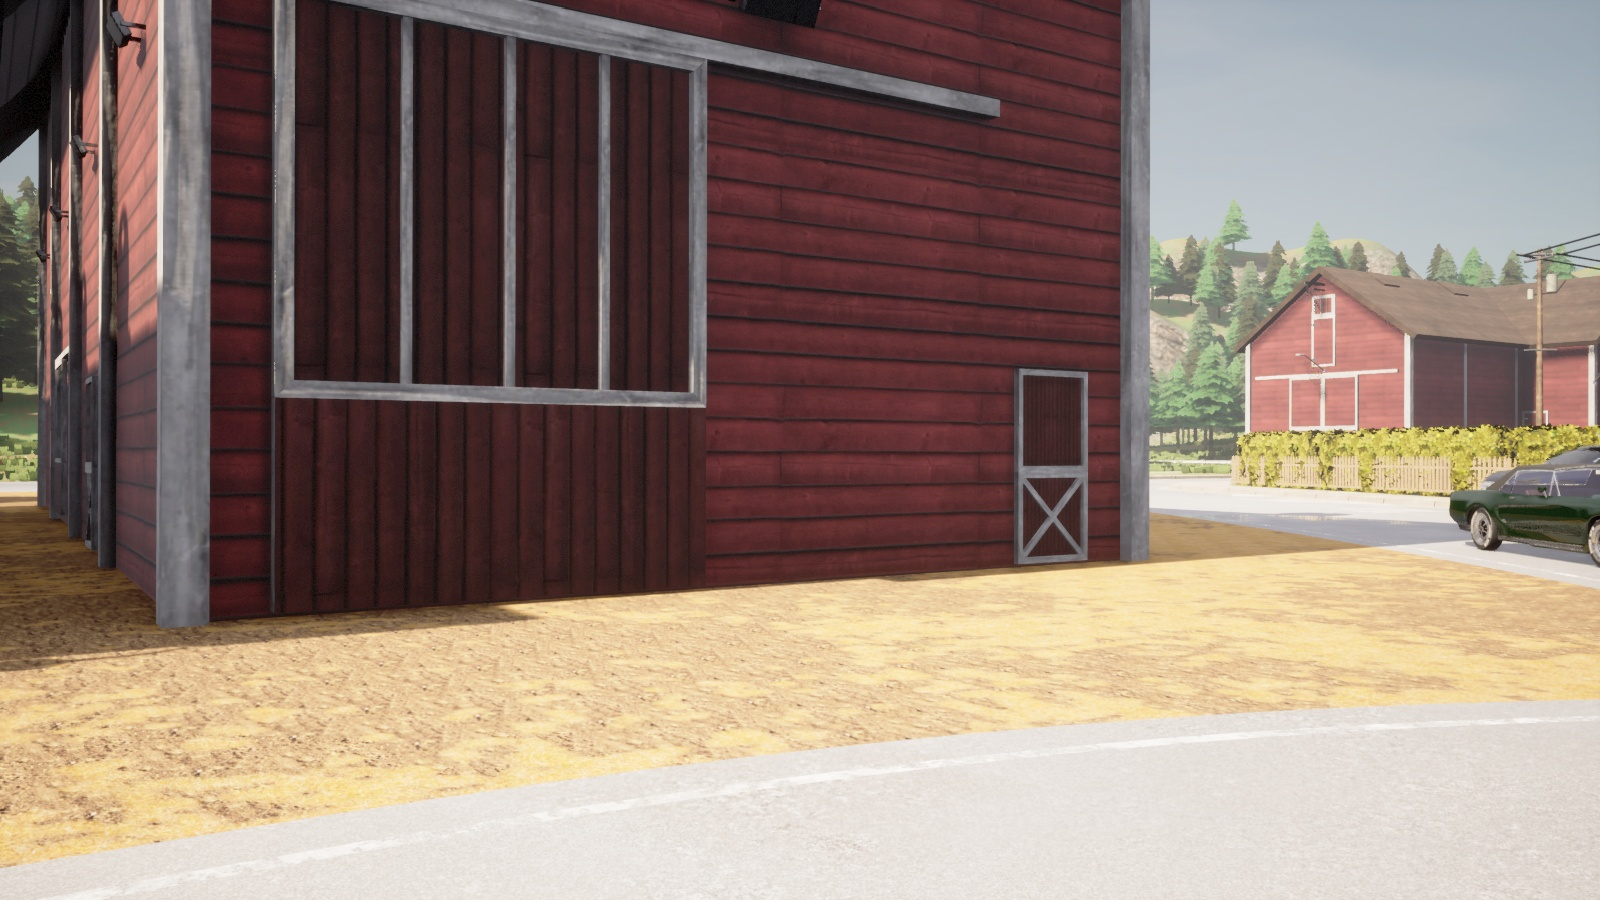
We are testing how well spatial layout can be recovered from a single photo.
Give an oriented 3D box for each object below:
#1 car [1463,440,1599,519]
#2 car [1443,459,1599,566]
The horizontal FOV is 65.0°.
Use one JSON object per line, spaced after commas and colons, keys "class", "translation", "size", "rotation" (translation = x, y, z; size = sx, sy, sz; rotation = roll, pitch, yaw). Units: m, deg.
{"class": "car", "translation": [17.287, 0.619, 27.152], "size": [4.856, 1.649, 2.033], "rotation": [0, 0, -3]}
{"class": "car", "translation": [10.993, 0.804, 17.312], "size": [1.895, 1.301, 4.718], "rotation": [0, 0, 1]}
